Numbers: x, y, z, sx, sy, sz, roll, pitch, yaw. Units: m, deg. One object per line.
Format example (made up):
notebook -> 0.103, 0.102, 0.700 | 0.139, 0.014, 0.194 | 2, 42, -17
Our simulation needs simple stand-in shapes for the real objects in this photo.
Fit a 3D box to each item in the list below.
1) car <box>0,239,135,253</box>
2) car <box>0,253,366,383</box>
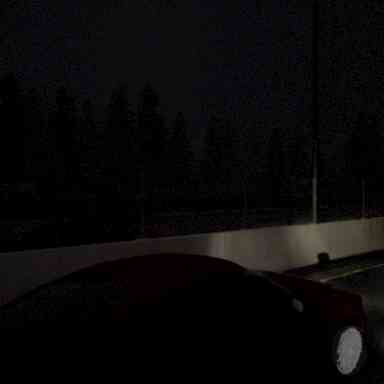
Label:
car -> -4.069, 1.464, 9.681 | 4.892, 1.490, 1.837 | 0, 0, -35
car -> -0.001, 1.459, 3.742 | 5.008, 1.535, 1.882 | 0, 0, -35
